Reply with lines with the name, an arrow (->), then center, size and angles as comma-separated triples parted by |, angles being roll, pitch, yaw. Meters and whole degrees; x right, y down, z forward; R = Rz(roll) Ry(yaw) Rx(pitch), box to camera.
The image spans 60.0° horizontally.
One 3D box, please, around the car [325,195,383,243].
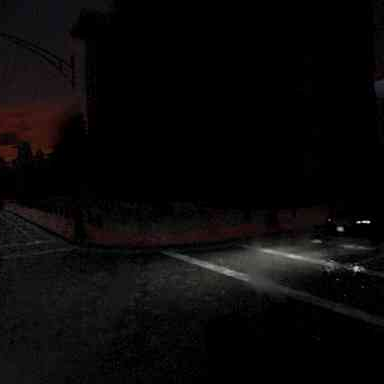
car -> 7.093, 0.890, 12.735 | 4.902, 1.511, 2.128 | -3, 2, -34
